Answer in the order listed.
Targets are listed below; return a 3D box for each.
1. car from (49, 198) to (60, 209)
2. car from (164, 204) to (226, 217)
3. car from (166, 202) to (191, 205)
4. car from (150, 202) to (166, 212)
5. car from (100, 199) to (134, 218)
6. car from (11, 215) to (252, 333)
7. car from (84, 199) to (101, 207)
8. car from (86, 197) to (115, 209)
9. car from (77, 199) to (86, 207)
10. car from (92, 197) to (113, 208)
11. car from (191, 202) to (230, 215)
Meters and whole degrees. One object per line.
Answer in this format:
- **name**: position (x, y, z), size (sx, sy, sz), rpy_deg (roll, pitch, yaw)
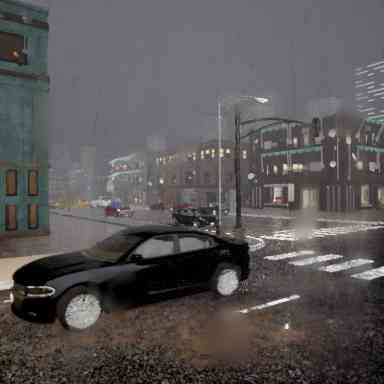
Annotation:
- **car**: position (-23.711, 2.233, 57.960), size (1.752, 1.417, 4.829), rpy_deg (-1, 0, -35)
- **car**: position (0.102, 1.814, 24.115), size (1.947, 1.339, 4.313), rpy_deg (-1, 0, -35)
- **car**: position (-0.979, 1.904, 40.355), size (1.802, 1.307, 4.206), rpy_deg (-2, 0, -35)
- **car**: position (-4.176, 1.966, 44.872), size (1.802, 1.307, 4.206), rpy_deg (-1, 0, -35)
- **car**: position (-7.820, 1.846, 35.510), size (1.967, 1.590, 4.097), rpy_deg (-1, 0, -35)
- **car**: position (-0.959, 1.477, 6.985), size (5.008, 1.535, 1.882), rpy_deg (0, 0, -35)
- **car**: position (-20.169, 2.228, 67.460), size (1.887, 1.381, 4.507), rpy_deg (-1, 0, -35)
- **car**: position (-15.521, 1.804, 56.418), size (2.150, 2.045, 5.566), rpy_deg (-1, -1, -35)
- **car**: position (-21.646, 2.175, 65.075), size (1.882, 1.535, 5.008), rpy_deg (-1, 0, -35)
- **car**: position (-16.976, 1.940, 62.942), size (2.192, 1.841, 5.009), rpy_deg (-1, 0, -35)
- **car**: position (2.219, 1.810, 35.837), size (2.008, 1.369, 4.403), rpy_deg (-2, 0, -35)
